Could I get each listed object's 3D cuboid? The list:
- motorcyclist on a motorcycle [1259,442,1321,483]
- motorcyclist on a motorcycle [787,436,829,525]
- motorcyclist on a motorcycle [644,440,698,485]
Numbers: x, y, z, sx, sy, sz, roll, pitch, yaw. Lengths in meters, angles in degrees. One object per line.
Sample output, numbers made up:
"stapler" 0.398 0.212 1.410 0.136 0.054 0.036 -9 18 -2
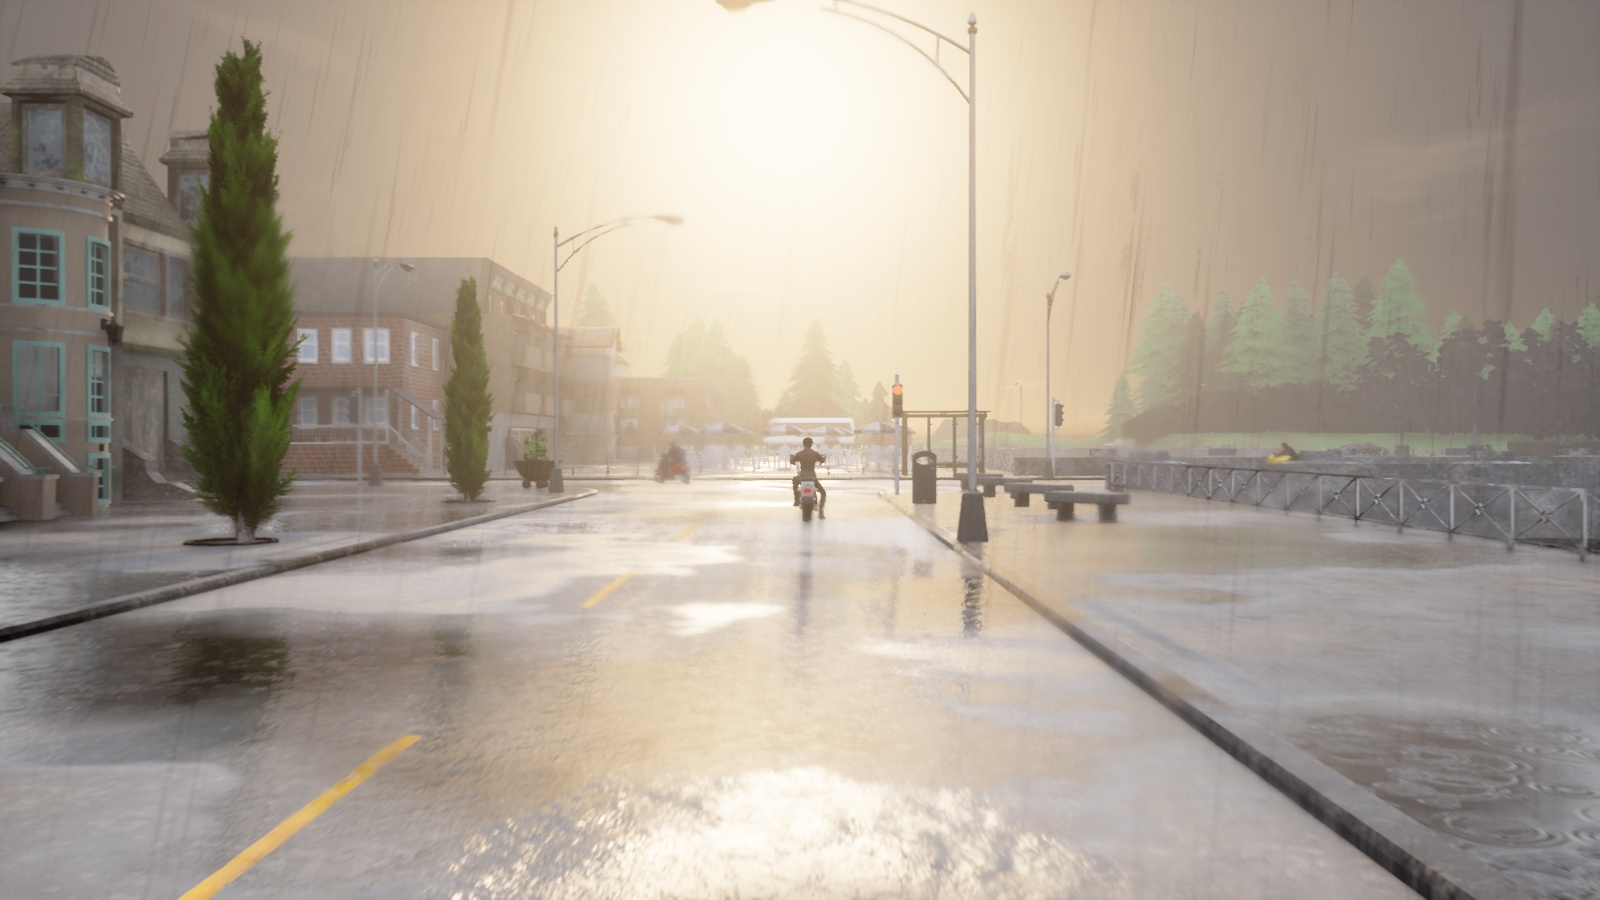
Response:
"motorcyclist on a motorcycle" 18.584 0.475 47.673 2.044 1.523 0.797 0 0 1
"motorcyclist on a motorcycle" 0.149 0.560 24.299 0.766 1.649 2.350 0 0 0
"motorcyclist on a motorcycle" -4.677 0.439 45.594 1.817 1.590 0.866 0 2 38
